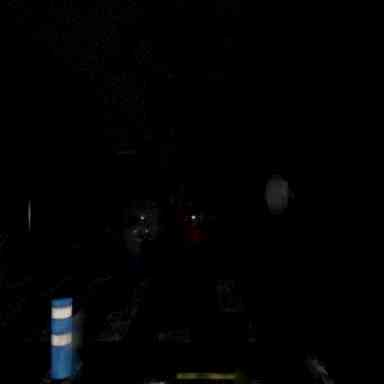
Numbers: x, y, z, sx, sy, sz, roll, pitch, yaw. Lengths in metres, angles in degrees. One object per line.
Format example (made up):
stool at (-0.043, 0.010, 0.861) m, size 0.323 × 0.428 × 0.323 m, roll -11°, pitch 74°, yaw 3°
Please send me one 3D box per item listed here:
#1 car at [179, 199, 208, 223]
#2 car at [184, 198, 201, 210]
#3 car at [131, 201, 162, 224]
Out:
car at (0.108, 1.499, 25.476) m, size 1.837 × 1.490 × 4.892 m, roll 0°, pitch 0°, yaw 0°
car at (0.051, 1.526, 42.181) m, size 1.994 × 1.385 × 4.181 m, roll 0°, pitch 0°, yaw 0°
car at (-3.341, 1.482, 24.890) m, size 2.128 × 1.511 × 4.902 m, roll 0°, pitch 0°, yaw 0°
